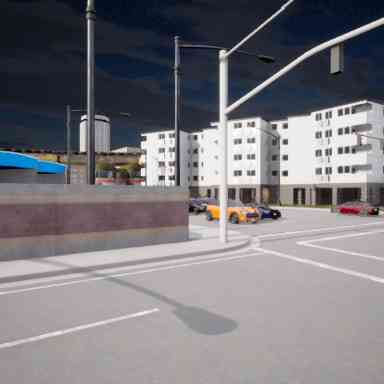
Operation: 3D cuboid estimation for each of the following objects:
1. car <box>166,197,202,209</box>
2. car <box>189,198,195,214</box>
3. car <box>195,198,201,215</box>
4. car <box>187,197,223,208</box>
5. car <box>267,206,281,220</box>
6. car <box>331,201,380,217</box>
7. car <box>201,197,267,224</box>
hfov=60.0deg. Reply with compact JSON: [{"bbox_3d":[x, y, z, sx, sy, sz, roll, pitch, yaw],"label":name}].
[{"bbox_3d":[-1.184,1.477,46.250,5.008,1.535,1.882,0,0,40],"label":"car"},{"bbox_3d":[-2.583,1.221,32.614,2.150,2.045,5.566,0,0,-40],"label":"car"},{"bbox_3d":[0.342,1.564,34.426,1.994,1.385,4.181,0,0,-40],"label":"car"},{"bbox_3d":[1.848,1.491,48.238,4.902,1.511,2.128,0,0,42],"label":"car"},{"bbox_3d":[5.334,1.564,27.659,1.994,1.385,4.181,0,0,-35],"label":"car"},{"bbox_3d":[15.524,1.564,31.810,1.994,1.385,4.181,0,0,-34],"label":"car"},{"bbox_3d":[3.012,1.352,24.899,2.097,1.767,4.553,0,0,-33],"label":"car"}]
